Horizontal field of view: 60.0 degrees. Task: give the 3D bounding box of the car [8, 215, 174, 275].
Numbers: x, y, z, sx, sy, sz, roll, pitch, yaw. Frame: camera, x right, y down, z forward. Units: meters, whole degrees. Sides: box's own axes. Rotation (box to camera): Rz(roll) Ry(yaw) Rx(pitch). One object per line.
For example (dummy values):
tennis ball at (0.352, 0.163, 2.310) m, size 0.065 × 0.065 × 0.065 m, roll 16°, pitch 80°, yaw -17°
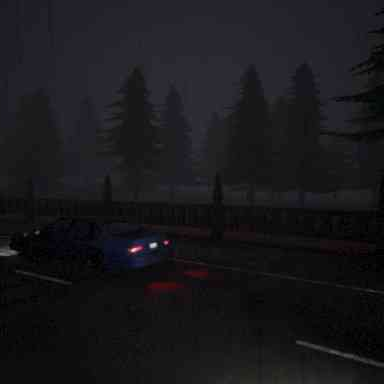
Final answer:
car at (-3.160, 1.408, 9.974) m, size 5.357 × 1.411 × 2.033 m, roll 1°, pitch 1°, yaw 31°
